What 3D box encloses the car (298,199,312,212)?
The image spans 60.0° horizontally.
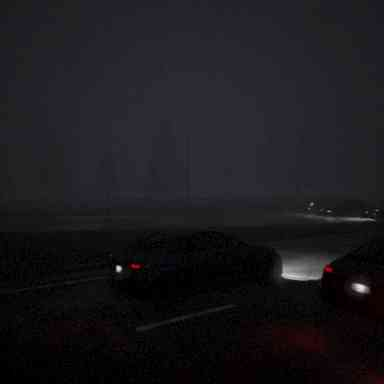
[{"bbox_3d":[12.854,1.163,33.095,4.553,1.767,2.097,0,0,-19],"label":"car"}]

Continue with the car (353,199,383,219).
[{"bbox_3d":[15.514,1.395,26.618,4.181,1.385,1.994,0,0,-19],"label":"car"}]

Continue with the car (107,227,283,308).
[{"bbox_3d":[0.178,1.528,7.886,4.181,1.385,1.994,0,0,-33],"label":"car"}]

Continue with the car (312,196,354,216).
[{"bbox_3d":[13.534,1.329,29.624,4.892,1.490,1.837,0,0,-19],"label":"car"}]

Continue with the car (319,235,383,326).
[{"bbox_3d":[4.435,1.521,6.468,4.181,1.385,1.994,0,0,-32],"label":"car"}]
